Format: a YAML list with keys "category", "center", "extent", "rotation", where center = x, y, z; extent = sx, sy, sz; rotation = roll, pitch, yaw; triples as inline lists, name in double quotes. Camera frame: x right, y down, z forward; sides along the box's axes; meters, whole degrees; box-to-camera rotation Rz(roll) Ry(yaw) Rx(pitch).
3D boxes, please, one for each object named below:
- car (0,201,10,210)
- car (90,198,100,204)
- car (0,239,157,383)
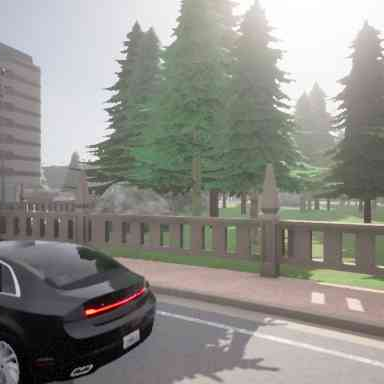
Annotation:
- category: "car"
  center: [-23.059, 1.603, 37.728]
  extent: [2.033, 1.411, 5.357]
  rotation: [0, 0, 21]
- category: "car"
  center: [-16.875, 1.278, 53.348]
  extent: [2.150, 2.045, 5.566]
  rotation: [0, 0, 22]
- category: "car"
  center: [-2.850, 1.503, 5.068]
  extent: [4.892, 1.490, 1.837]
  rotation: [-1, 0, 28]
